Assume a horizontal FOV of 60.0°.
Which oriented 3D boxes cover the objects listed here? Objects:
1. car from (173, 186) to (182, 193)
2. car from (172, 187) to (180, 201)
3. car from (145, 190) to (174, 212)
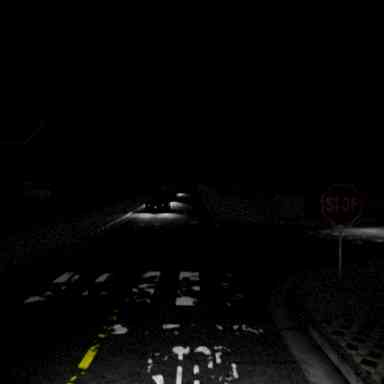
[{"bbox_3d":[-2.812,-0.505,62.908,1.895,1.301,4.718,0,3,0],"label":"car"},{"bbox_3d":[-2.881,0.411,41.443,1.895,1.301,4.718,0,2,0],"label":"car"},{"bbox_3d":[-2.872,0.839,28.564,1.837,1.490,4.892,0,3,0],"label":"car"}]
